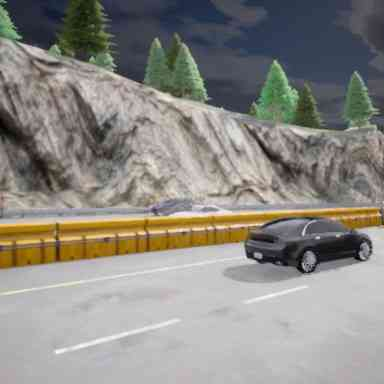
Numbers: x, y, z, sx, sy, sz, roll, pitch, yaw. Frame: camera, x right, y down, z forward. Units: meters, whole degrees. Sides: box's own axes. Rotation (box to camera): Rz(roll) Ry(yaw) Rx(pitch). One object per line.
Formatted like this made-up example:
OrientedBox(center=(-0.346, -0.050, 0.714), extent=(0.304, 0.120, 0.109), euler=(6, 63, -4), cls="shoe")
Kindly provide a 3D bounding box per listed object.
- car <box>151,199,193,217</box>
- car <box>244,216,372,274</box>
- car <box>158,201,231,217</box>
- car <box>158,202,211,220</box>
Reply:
OrientedBox(center=(-0.276, 1.522, 24.905), extent=(4.902, 1.511, 2.128), euler=(0, 0, -32), cls="car")
OrientedBox(center=(3.851, 1.526, 10.668), extent=(4.892, 1.490, 1.837), euler=(0, 0, -34), cls="car")
OrientedBox(center=(0.502, 1.553, 21.248), extent=(4.674, 1.442, 1.812), euler=(0, 0, -33), cls="car")
OrientedBox(center=(-0.625, 1.598, 28.803), extent=(4.181, 1.385, 1.994), euler=(0, 0, -32), cls="car")
